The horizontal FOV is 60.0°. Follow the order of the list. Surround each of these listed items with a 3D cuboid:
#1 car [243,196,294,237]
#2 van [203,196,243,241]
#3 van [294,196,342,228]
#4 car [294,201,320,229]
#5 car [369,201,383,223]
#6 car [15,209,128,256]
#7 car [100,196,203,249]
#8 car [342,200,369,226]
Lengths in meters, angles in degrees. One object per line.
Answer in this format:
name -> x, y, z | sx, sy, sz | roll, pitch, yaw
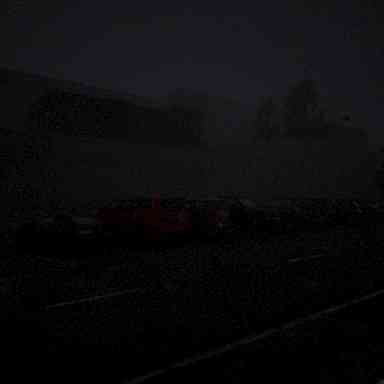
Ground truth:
car -> 2.299, 1.224, 18.206 | 5.566, 2.045, 2.435 | -1, -1, 35
van -> -0.057, 1.256, 16.425 | 4.442, 1.987, 1.878 | -1, -1, 35
van -> 7.035, 1.234, 21.742 | 4.442, 1.987, 1.878 | -1, 0, 35
car -> 4.709, 1.468, 19.941 | 4.892, 1.521, 2.231 | -1, 0, 35
car -> 11.996, 1.482, 25.133 | 4.674, 1.452, 2.002 | -1, 0, 35
car -> -5.015, 1.534, 13.018 | 4.674, 1.452, 2.002 | -1, 0, 35
car -> -2.614, 1.240, 14.769 | 5.566, 2.045, 2.435 | -1, -1, 35
car -> 9.588, 1.324, 23.389 | 4.553, 1.767, 2.185 | -1, 0, 34
